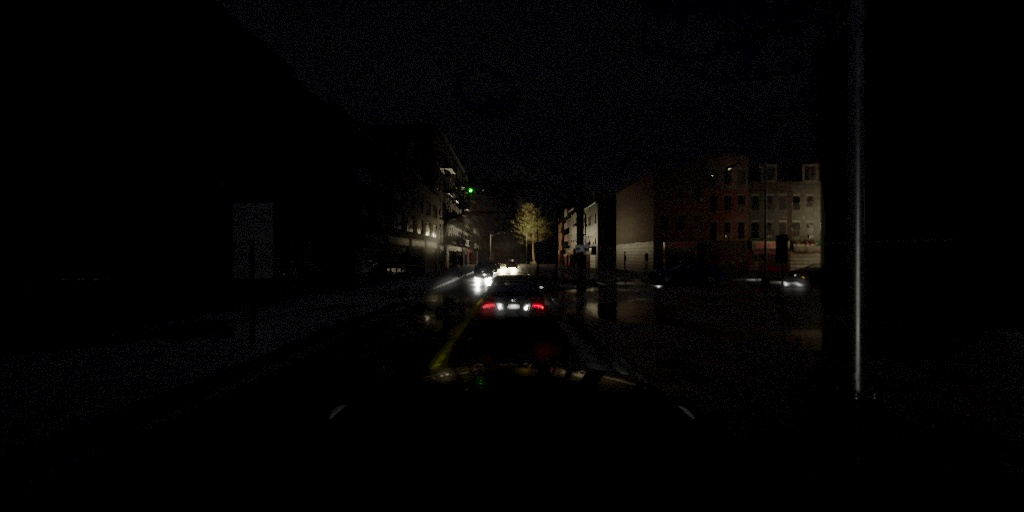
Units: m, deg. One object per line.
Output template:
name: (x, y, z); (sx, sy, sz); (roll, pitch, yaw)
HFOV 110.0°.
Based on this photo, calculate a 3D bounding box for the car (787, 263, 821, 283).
car: (22.561, 1.222, 26.041); (4.181, 1.385, 1.994); (0, 0, 0)

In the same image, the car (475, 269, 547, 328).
car: (0.056, 1.313, 11.447); (2.033, 1.411, 5.357); (0, 0, 0)

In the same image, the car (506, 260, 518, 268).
car: (0.004, 1.452, 64.634); (1.994, 1.385, 4.181); (0, 0, 0)

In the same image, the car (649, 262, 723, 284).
car: (12.540, 1.189, 25.999); (5.008, 1.535, 1.882); (0, 0, 0)

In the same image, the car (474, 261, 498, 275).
car: (-2.896, 1.307, 37.901); (2.128, 1.511, 4.902); (0, 0, 0)

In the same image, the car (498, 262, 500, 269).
car: (-2.915, 1.404, 47.734); (1.994, 1.385, 4.181); (0, 0, 0)

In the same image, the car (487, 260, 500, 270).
car: (-2.926, 1.431, 57.732); (1.994, 1.385, 4.181); (0, 0, -1)
